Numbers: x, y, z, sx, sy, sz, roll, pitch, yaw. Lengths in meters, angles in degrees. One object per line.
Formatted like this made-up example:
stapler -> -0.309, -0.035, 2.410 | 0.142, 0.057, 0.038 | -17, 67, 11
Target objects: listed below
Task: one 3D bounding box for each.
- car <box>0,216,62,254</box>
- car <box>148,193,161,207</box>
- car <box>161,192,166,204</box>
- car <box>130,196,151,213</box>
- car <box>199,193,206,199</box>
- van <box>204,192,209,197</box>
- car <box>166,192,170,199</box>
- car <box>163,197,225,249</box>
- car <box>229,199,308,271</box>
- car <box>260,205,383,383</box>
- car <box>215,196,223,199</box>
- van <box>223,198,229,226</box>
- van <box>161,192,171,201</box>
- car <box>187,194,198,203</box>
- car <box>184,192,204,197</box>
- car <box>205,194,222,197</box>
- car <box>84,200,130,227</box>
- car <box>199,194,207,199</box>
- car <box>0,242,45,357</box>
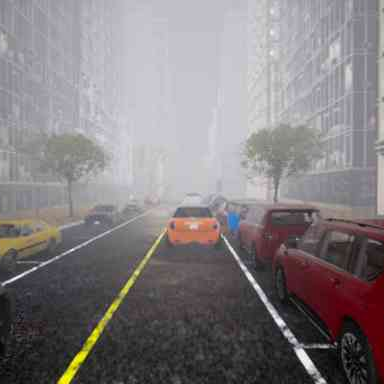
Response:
car -> -5.698, 1.469, 10.461 | 1.752, 1.417, 4.829 | -1, 0, 0
car -> -5.704, 1.197, 44.732 | 1.967, 1.590, 4.097 | -1, 0, 0
car -> -5.706, 1.041, 50.415 | 2.192, 1.841, 5.009 | -1, 0, 0
car -> -5.702, 1.371, 33.365 | 2.008, 1.369, 4.403 | -1, 0, 0
car -> 2.783, 1.080, 90.201 | 1.802, 1.307, 4.206 | -1, 0, 0
van -> 2.676, 1.129, 39.049 | 1.690, 1.788, 3.998 | -1, 0, 0
car -> -5.706, 1.213, 67.468 | 1.802, 1.307, 4.206 | -1, 0, 0
car -> 0.046, 1.275, 14.307 | 2.097, 1.767, 4.553 | 0, 0, -1
car -> 2.680, 1.258, 10.632 | 2.192, 1.841, 5.009 | -1, 0, 0
car -> 2.680, 1.288, 4.948 | 2.192, 1.841, 5.009 | -1, 0, 0
car -> 2.680, 1.322, 21.999 | 1.967, 1.590, 4.097 | -1, 0, 0
van -> 2.679, 1.253, 16.315 | 1.690, 1.788, 3.998 | -1, 0, 0
van -> -5.708, 0.940, 73.150 | 1.690, 1.788, 3.998 | -1, 0, 0
car -> 0.093, 1.143, 61.360 | 1.882, 1.535, 5.008 | 0, 0, 0
car -> 0.098, 0.980, 44.223 | 2.150, 2.045, 5.566 | 0, 0, 0
car -> 2.677, 1.260, 33.366 | 1.967, 1.590, 4.097 | -1, 0, 0
car -> -5.700, 1.448, 21.998 | 1.947, 1.339, 4.313 | -1, 0, 0
car -> 2.725, 1.097, 84.518 | 1.947, 1.339, 4.313 | -1, 0, 0
car -> -3.100, 1.480, 2.072 | 2.128, 1.511, 4.902 | 0, 0, 0
